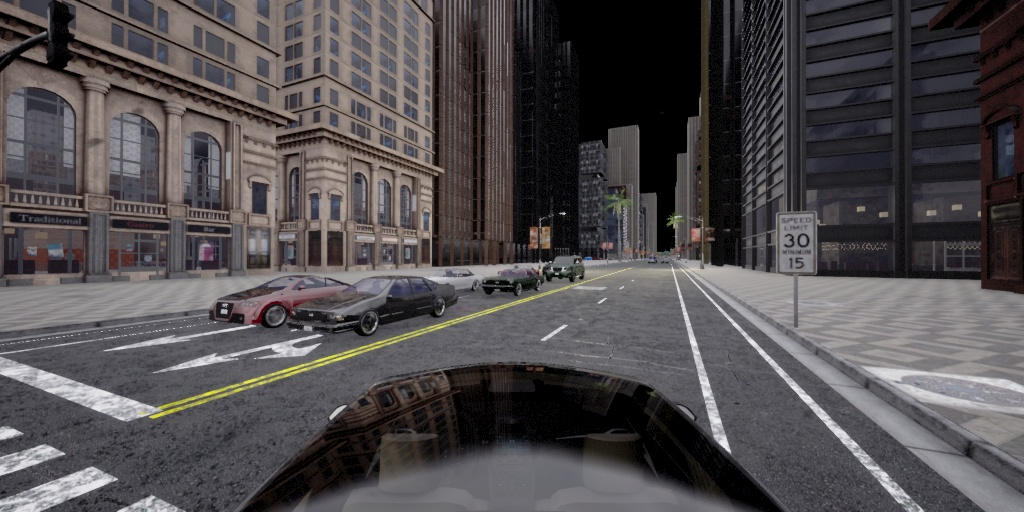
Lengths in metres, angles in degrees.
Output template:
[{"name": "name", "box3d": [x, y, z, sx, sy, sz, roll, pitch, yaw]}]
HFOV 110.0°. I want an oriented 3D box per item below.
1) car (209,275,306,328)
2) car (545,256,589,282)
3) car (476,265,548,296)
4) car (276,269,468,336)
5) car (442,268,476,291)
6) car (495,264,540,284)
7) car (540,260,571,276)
[{"name": "car", "box3d": [-6.939, 1.316, 11.469, 1.994, 1.385, 4.181, 0, 0, 24]}, {"name": "car", "box3d": [4.463, 0.987, 29.372, 2.150, 2.045, 5.566, 0, 0, 23]}, {"name": "car", "box3d": [0.162, 1.358, 19.577, 1.895, 1.301, 4.718, 0, 0, 24]}, {"name": "car", "box3d": [-3.690, 1.299, 10.796, 2.033, 1.411, 5.357, 0, 0, 24]}, {"name": "car", "box3d": [-3.425, 1.357, 19.494, 1.895, 1.301, 4.718, 0, 0, 24]}, {"name": "car", "box3d": [0.579, 1.364, 28.616, 1.895, 1.301, 4.718, 0, 0, 24]}, {"name": "car", "box3d": [4.713, 1.251, 37.947, 1.882, 1.535, 5.008, 0, 0, 24]}]
